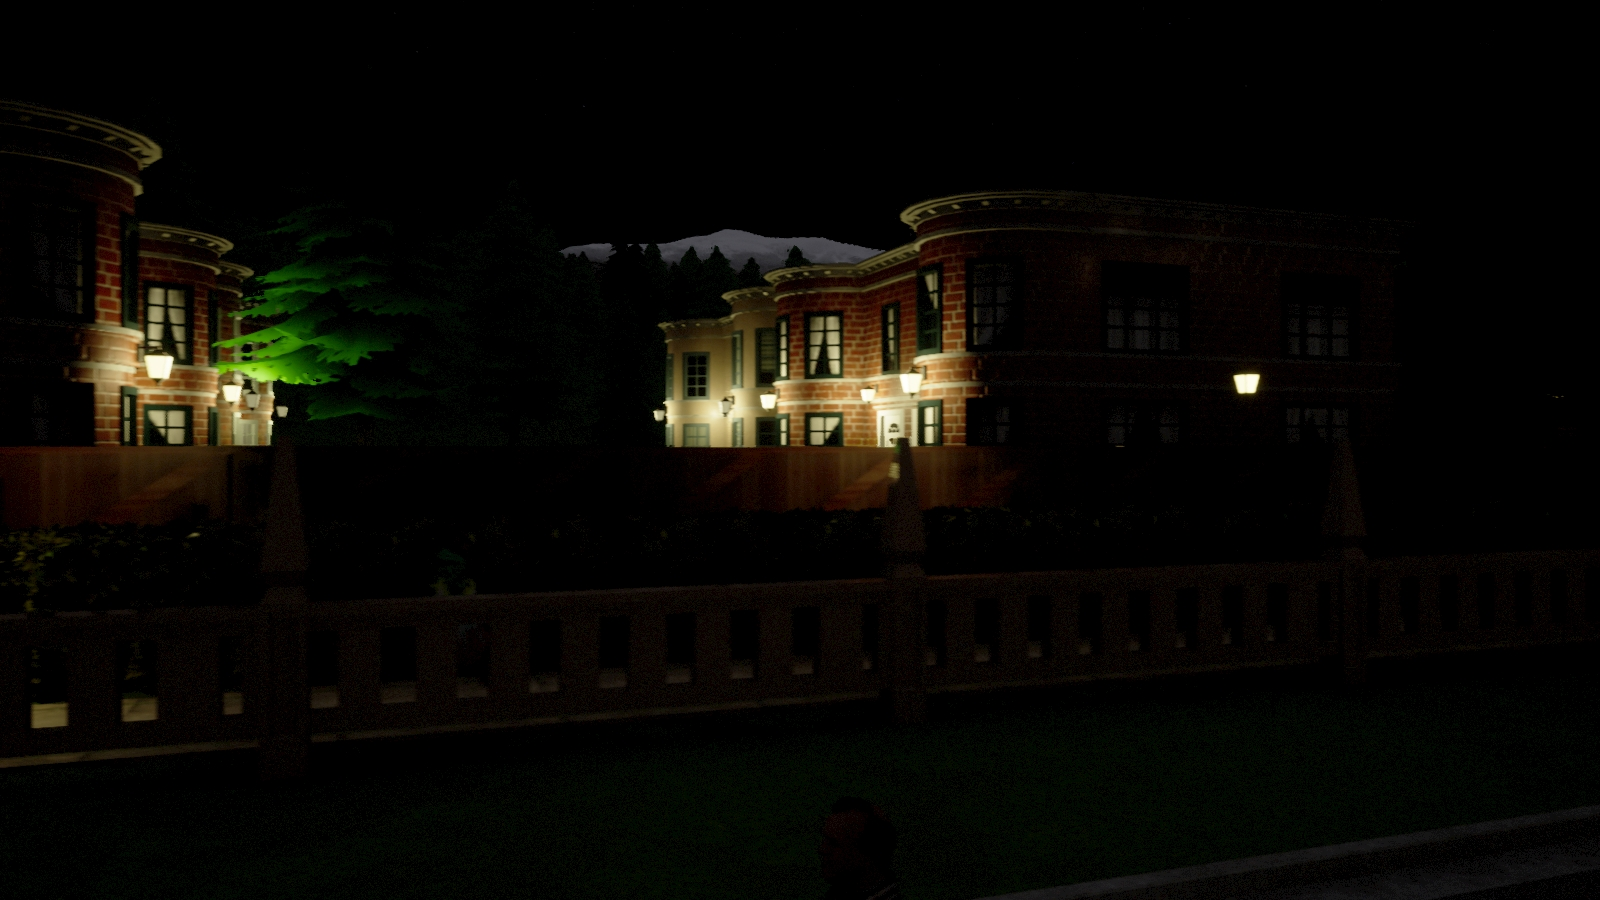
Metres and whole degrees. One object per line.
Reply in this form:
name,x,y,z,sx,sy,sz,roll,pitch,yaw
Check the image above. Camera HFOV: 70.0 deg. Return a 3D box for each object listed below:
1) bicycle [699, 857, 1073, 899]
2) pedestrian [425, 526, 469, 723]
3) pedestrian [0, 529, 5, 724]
bicycle,-0.106,2.060,3.255,1.835,1.471,0.329,0,0,-20
pedestrian,-3.478,1.696,11.251,0.375,1.860,0.375,0,0,-23
pedestrian,-7.833,1.695,10.858,0.375,1.860,0.375,0,0,-20
